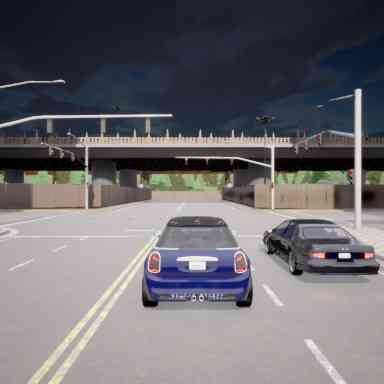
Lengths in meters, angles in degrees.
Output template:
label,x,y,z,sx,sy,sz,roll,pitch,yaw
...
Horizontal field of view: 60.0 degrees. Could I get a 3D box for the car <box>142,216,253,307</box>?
label,x,y,z,sx,sy,sz,roll,pitch,yaw
car,0.100,1.352,8.135,2.097,1.767,4.553,0,0,0

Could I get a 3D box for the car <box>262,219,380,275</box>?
label,x,y,z,sx,sy,sz,roll,pitch,yaw
car,3.600,1.547,10.356,2.033,1.411,5.357,0,0,0
